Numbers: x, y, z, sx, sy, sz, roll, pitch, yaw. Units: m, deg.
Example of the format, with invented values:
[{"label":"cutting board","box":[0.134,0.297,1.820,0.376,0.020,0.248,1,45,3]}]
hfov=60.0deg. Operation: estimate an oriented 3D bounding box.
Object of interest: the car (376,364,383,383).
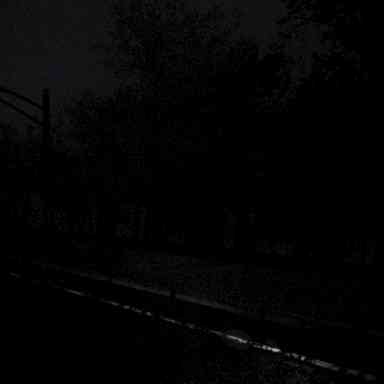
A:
[{"label":"car","box":[3.070,1.566,1.492,4.181,1.385,1.994,0,0,36]}]
